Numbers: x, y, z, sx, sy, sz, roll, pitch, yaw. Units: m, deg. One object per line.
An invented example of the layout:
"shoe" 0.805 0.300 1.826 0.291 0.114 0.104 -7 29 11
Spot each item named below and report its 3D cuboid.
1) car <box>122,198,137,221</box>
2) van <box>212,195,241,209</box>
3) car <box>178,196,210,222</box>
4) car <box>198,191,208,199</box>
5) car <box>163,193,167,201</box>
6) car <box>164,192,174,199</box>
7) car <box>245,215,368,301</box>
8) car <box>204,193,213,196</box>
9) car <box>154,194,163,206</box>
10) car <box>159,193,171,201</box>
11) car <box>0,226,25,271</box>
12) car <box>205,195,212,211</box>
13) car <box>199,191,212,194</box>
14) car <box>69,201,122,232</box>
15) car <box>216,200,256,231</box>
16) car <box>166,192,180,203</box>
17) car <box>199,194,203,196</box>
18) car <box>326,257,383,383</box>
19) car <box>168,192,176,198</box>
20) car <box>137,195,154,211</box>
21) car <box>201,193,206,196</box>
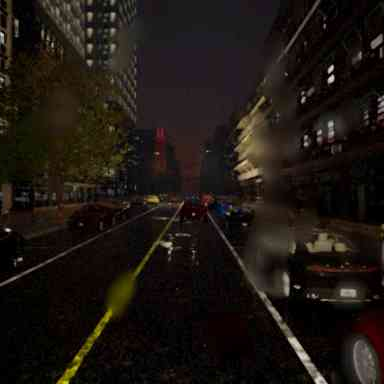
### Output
"car" -5.667 1.371 24.937 2.008 1.369 4.403 1 0 0
"van" 2.716 1.161 24.895 1.690 1.788 3.998 1 0 0
"car" 0.112 1.299 24.648 1.882 1.535 5.008 0 1 0
"car" 2.711 0.713 81.456 2.192 1.841 5.009 1 0 0
"car" -5.647 1.076 64.531 2.008 1.369 4.403 1 0 0
"car" -5.637 0.838 81.499 1.967 1.590 4.097 1 0 0
"car" 2.705 1.493 7.928 2.008 1.369 4.403 1 0 0
"car" 2.733 1.219 42.034 1.752 1.417 4.829 1 0 0
"car" -5.656 1.179 47.392 1.752 1.417 4.829 1 0 0
"car" -5.644 1.034 70.187 2.008 1.369 4.403 1 0 0
"car" -5.676 1.508 7.968 1.947 1.339 4.313 1 0 0
"car" 2.725 1.303 36.208 1.947 1.339 4.313 1 0 0
"car" 2.700 0.883 58.831 2.192 1.841 5.009 1 0 0
"car" -5.670 1.405 19.280 1.887 1.381 4.507 1 0 0
"car" 2.710 1.411 19.240 2.008 1.369 4.403 1 0 0
"car" -3.018 1.043 59.072 1.882 1.535 5.008 0 0 1
"car" 0.120 1.294 42.005 1.895 1.301 4.718 0 0 0
"car" 2.702 1.565 2.272 1.802 1.307 4.206 1 0 0
"car" -5.632 0.752 92.811 1.967 1.590 4.097 1 0 0
"car" -5.662 1.288 36.250 2.008 1.369 4.403 1 0 0
"car" 2.694 1.192 53.177 1.802 1.307 4.206 1 0 0
